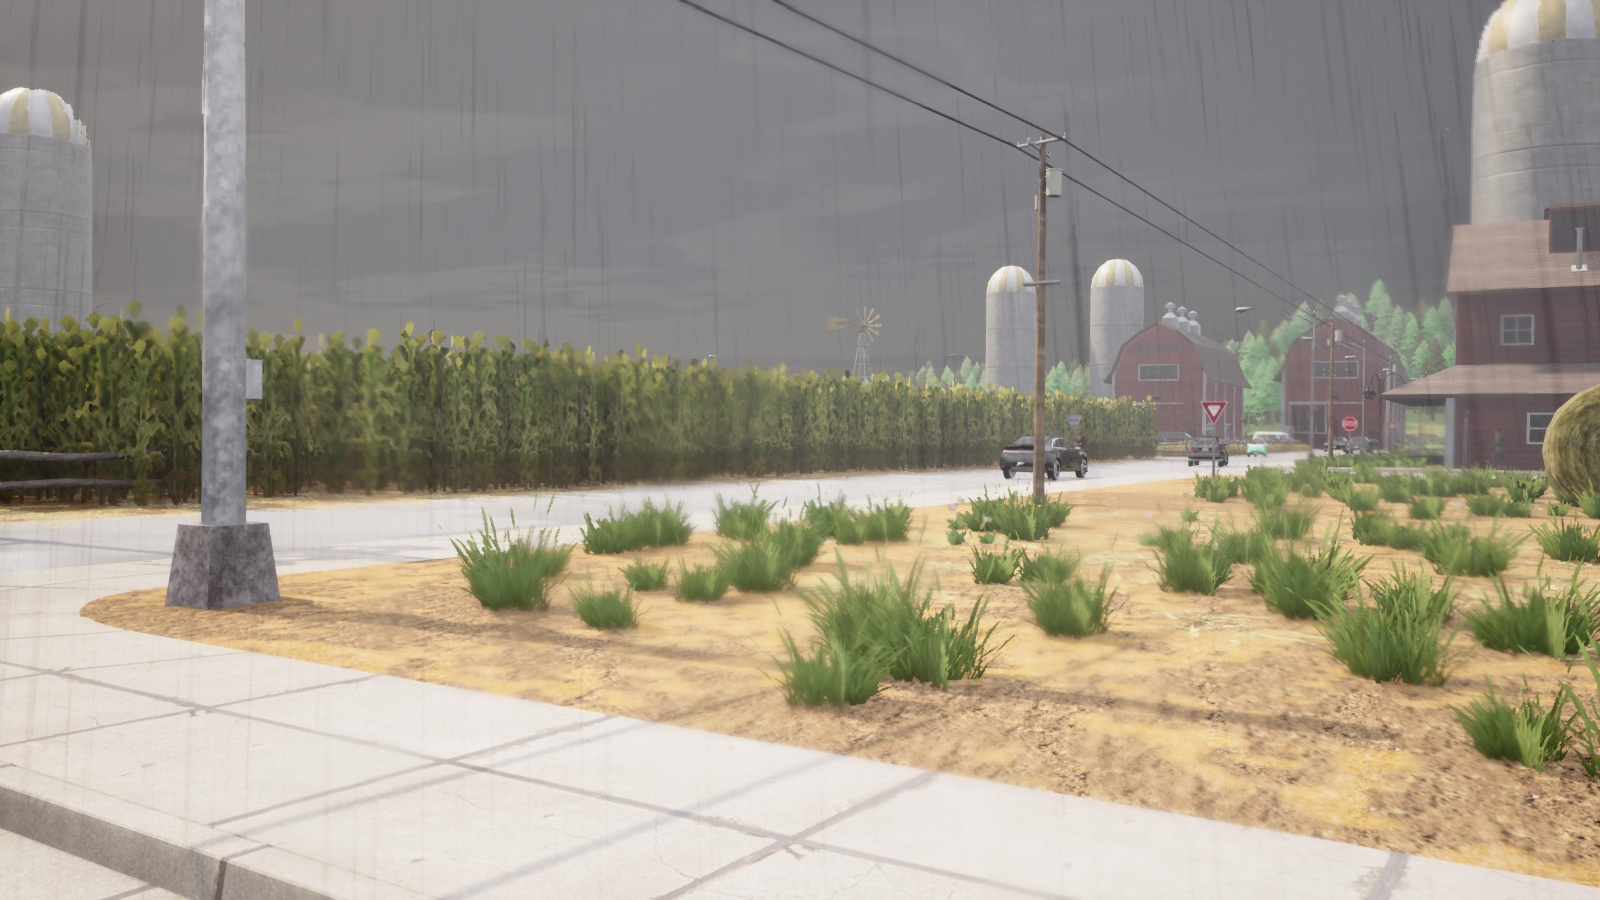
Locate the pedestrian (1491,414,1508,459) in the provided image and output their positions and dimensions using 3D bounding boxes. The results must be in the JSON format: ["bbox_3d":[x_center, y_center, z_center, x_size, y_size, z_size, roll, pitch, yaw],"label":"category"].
[{"bbox_3d":[29.049,-0.574,52.177,0.614,1.847,0.353,0,1,27],"label":"pedestrian"}]

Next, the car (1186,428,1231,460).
[{"bbox_3d":[20.881,-0.320,64.114,1.789,1.549,3.705,0,1,24],"label":"car"}]

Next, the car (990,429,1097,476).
[{"bbox_3d":[8.503,0.052,43.501,2.128,1.511,4.902,0,1,31],"label":"car"}]
